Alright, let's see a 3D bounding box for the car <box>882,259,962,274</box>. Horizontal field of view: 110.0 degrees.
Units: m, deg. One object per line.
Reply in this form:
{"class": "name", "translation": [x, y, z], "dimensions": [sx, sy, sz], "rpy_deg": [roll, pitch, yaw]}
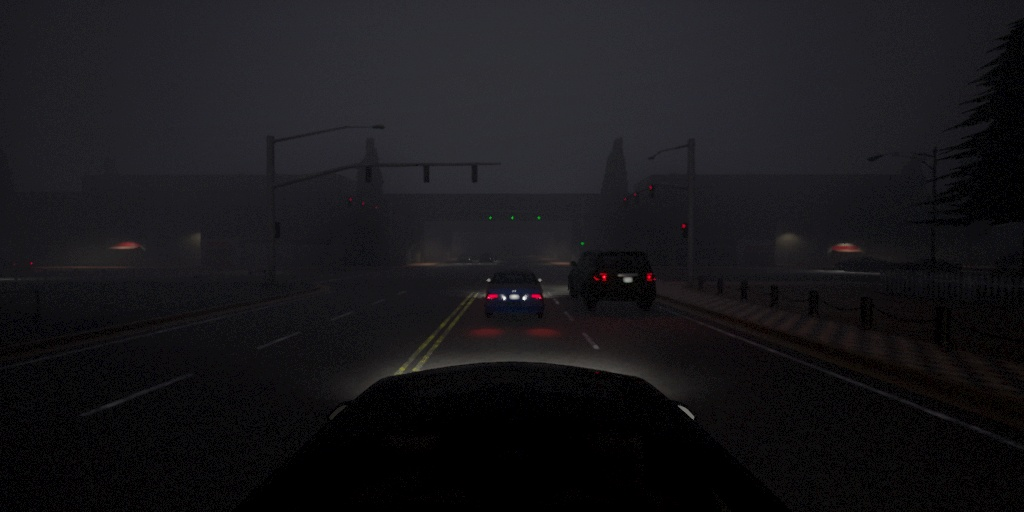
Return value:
{"class": "car", "translation": [36.162, 0.883, 31.572], "dimensions": [4.718, 1.301, 1.895], "rpy_deg": [0, 1, 0]}

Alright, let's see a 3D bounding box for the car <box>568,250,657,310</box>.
{"class": "car", "translation": [3.577, 0.784, 13.702], "dimensions": [2.150, 2.045, 5.566], "rpy_deg": [0, 1, 0]}

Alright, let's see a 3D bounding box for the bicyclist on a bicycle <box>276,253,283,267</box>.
{"class": "bicyclist on a bicycle", "translation": [-25.765, 0.464, 39.474], "dimensions": [0.582, 1.620, 1.656], "rpy_deg": [0, 1, 2]}

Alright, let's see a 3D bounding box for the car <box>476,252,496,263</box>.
{"class": "car", "translation": [-4.150, 0.226, 57.807], "dimensions": [2.097, 1.767, 4.553], "rpy_deg": [0, 1, 1]}

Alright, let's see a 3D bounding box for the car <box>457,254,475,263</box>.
{"class": "car", "translation": [-7.644, 0.399, 57.892], "dimensions": [1.812, 1.442, 4.674], "rpy_deg": [0, 1, 1]}

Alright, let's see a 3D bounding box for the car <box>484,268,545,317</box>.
{"class": "car", "translation": [0.078, 1.131, 12.359], "dimensions": [2.033, 1.411, 5.357], "rpy_deg": [0, 1, 0]}

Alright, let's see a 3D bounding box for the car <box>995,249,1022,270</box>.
{"class": "car", "translation": [50.874, 0.261, 34.928], "dimensions": [5.566, 2.045, 2.150], "rpy_deg": [0, 1, 0]}

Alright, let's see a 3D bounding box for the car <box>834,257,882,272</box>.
{"class": "car", "translation": [34.213, 0.792, 35.078], "dimensions": [4.181, 1.385, 1.994], "rpy_deg": [0, 1, 0]}

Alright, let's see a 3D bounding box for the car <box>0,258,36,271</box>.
{"class": "car", "translation": [-51.104, 0.818, 35.892], "dimensions": [4.718, 1.301, 1.895], "rpy_deg": [0, 1, 2]}
